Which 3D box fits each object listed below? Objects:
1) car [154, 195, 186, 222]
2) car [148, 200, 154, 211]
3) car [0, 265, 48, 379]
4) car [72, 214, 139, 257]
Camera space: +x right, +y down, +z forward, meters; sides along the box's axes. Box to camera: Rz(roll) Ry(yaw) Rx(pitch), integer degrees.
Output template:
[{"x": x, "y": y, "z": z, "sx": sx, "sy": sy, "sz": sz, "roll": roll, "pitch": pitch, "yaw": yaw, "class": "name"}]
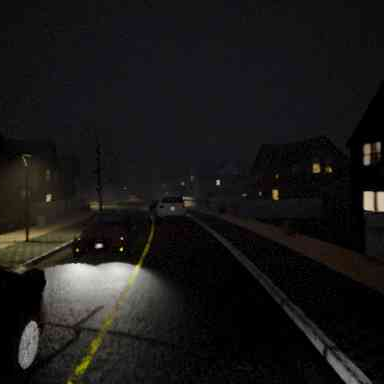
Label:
[{"x": -1.734, "y": 1.253, "z": 26.771, "sx": 2.150, "sy": 2.045, "sz": 5.566, "roll": 0, "pitch": 0, "yaw": -7, "class": "car"}, {"x": -4.568, "y": 1.650, "z": 43.054, "sx": 1.994, "sy": 1.385, "sz": 4.181, "roll": 0, "pitch": 0, "yaw": -12, "class": "car"}, {"x": -2.951, "y": 1.483, "z": 2.727, "sx": 1.882, "sy": 1.535, "sz": 5.008, "roll": 0, "pitch": 0, "yaw": -1, "class": "car"}, {"x": -3.154, "y": 1.579, "z": 12.856, "sx": 1.994, "sy": 1.385, "sz": 4.181, "roll": 0, "pitch": 0, "yaw": -4, "class": "car"}]
